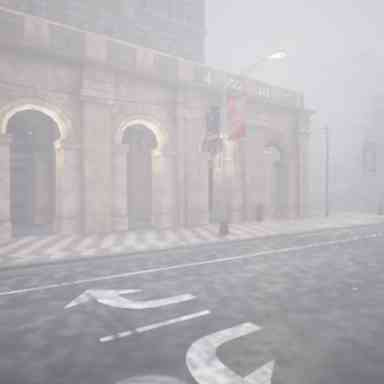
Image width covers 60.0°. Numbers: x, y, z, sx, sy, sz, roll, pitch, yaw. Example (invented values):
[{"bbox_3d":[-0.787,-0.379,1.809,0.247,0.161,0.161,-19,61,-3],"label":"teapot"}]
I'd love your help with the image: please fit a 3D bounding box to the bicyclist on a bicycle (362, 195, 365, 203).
[{"bbox_3d":[31.410,1.289,60.658,1.656,1.620,0.582,0,0,-36],"label":"bicyclist on a bicycle"}]
